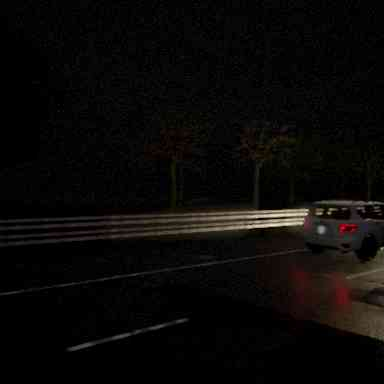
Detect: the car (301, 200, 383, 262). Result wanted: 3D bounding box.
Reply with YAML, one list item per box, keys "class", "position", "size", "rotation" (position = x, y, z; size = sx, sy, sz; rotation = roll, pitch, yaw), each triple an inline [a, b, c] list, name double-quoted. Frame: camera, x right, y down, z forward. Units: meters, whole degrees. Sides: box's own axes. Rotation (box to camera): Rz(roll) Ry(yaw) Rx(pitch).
- class: "car"
  position: [6.591, 1.347, 12.845]
  size: [5.566, 2.045, 2.150]
  rotation: [0, 0, -35]
